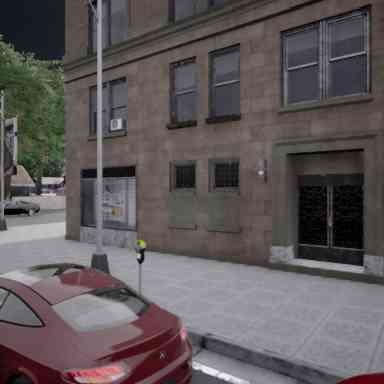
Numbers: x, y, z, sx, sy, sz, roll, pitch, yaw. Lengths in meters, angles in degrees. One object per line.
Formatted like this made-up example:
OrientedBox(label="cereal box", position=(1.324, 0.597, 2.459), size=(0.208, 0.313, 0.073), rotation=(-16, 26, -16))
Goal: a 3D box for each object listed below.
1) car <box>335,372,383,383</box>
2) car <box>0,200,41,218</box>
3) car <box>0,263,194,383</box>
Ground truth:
OrientedBox(label="car", position=(2.564, 1.544, 0.978), size=(4.507, 1.381, 1.887), rotation=(0, 0, 36))
OrientedBox(label="car", position=(-15.550, 1.416, 28.542), size=(2.128, 1.511, 4.902), rotation=(0, 0, 34))
OrientedBox(label="car", position=(-1.926, 1.584, 4.187), size=(4.206, 1.307, 1.802), rotation=(0, 0, 36))
